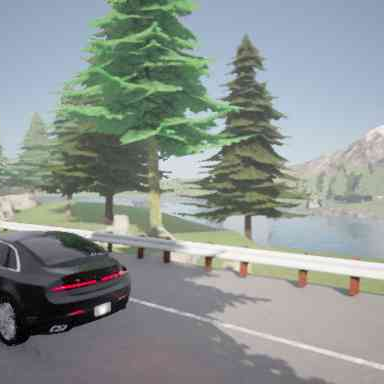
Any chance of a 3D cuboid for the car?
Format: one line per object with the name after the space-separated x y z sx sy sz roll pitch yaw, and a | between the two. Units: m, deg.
-3.291 1.500 6.399 4.892 1.490 1.837 0 0 36 | car
